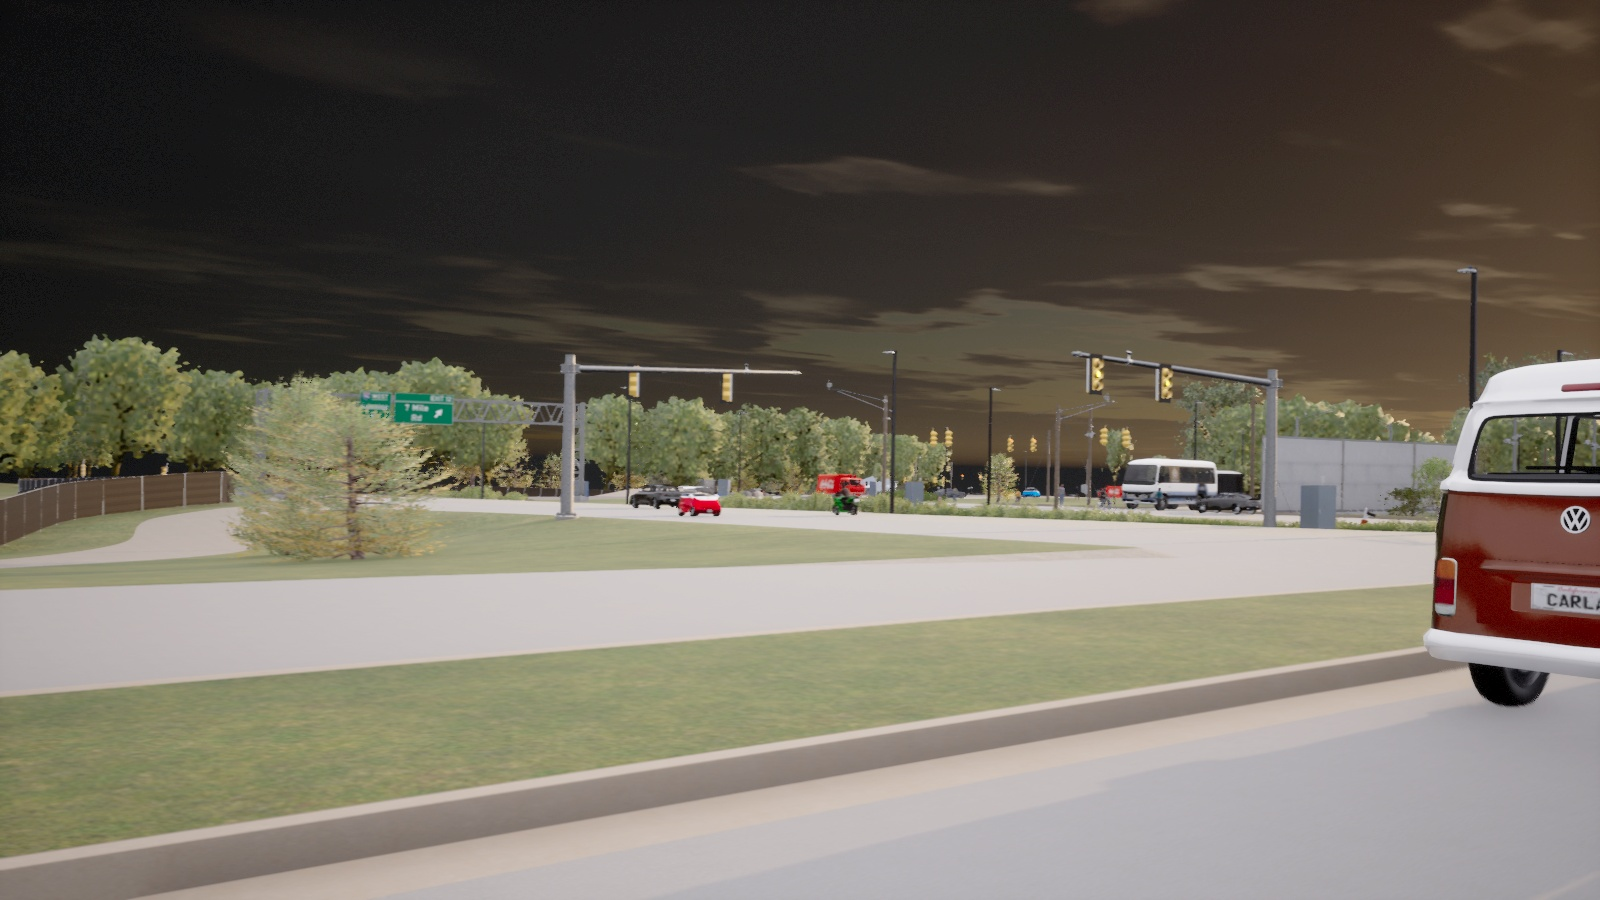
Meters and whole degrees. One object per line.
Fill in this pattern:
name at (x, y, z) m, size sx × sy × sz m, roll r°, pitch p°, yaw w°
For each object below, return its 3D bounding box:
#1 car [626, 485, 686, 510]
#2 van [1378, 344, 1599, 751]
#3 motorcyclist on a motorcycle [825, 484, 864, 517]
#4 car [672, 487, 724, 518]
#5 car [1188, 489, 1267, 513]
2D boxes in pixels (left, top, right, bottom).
car at (-8.675, 2.832, 75.549) m, size 1.816 × 1.474 × 4.193 m, roll 1°, pitch -2°, yaw -34°
van at (5.780, 0.505, 7.681) m, size 4.480 × 2.038 × 2.069 m, roll 0°, pitch -1°, yaw -35°
motorcyclist on a motorcycle at (2.104, 2.383, 59.821) m, size 0.797 × 1.523 × 2.044 m, roll 1°, pitch -2°, yaw -34°
car at (-4.661, 2.371, 57.310) m, size 1.481 × 1.376 × 2.207 m, roll 1°, pitch -2°, yaw -34°
car at (29.662, 3.533, 87.196) m, size 2.128 × 1.511 × 4.902 m, roll 1°, pitch -1°, yaw -34°
